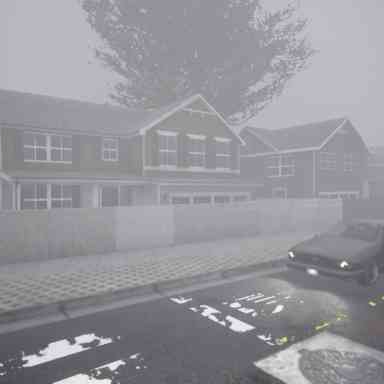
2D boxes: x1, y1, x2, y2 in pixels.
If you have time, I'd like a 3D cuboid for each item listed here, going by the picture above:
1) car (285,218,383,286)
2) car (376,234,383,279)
[{"bbox_3d":[4.999,1.489,9.453,5.357,1.411,2.033,0,1,-36],"label":"car"},{"bbox_3d":[6.100,1.512,6.725,5.357,1.411,2.033,0,1,-36],"label":"car"}]
